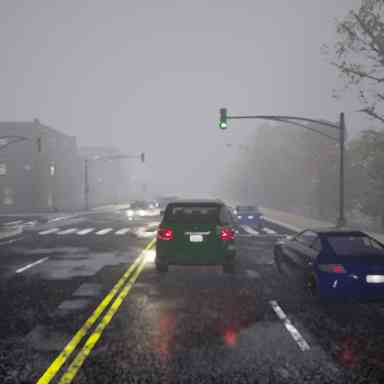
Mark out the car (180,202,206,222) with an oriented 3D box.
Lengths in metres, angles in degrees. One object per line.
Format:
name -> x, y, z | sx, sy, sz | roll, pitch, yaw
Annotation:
car -> 0.105, 1.537, 26.544 | 1.895, 1.301, 4.718 | 0, 0, 0

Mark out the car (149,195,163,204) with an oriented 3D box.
car -> -6.586, 1.347, 61.899 | 2.128, 1.511, 4.902 | 0, 0, 0

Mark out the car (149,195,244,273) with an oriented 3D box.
car -> 0.106, 1.196, 10.702 | 2.150, 2.045, 5.566 | 0, 0, 0

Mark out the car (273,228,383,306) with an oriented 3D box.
car -> 3.354, 1.544, 8.070 | 1.994, 1.385, 4.181 | 0, 0, 0

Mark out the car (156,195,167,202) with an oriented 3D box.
car -> -6.612, 1.332, 71.991 | 1.837, 1.490, 4.892 | 0, 0, 0

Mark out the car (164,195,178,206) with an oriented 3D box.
car -> -3.378, 1.351, 53.634 | 1.882, 1.535, 5.008 | 0, 0, 0

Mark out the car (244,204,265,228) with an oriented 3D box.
car -> 3.358, 1.495, 21.611 | 2.033, 1.411, 5.357 | 0, 0, 0

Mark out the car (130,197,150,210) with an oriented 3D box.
car -> -6.618, 1.500, 42.331 | 1.895, 1.301, 4.718 | 0, 0, 0

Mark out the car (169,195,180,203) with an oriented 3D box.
car -> -3.338, 1.377, 63.700 | 1.812, 1.442, 4.674 | 0, 0, 0
